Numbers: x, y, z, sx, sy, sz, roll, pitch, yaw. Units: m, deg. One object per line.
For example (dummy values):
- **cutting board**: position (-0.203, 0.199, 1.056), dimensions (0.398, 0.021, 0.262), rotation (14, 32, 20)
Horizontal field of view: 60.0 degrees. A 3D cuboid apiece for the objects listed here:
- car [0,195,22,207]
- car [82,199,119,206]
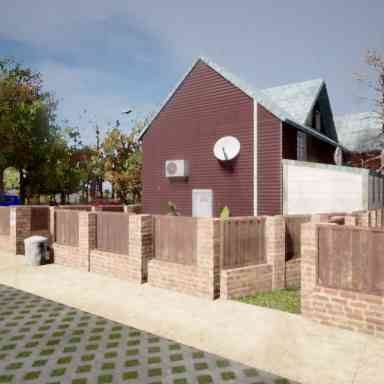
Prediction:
- **car**: position (-17.062, 1.279, 27.528), dimensions (2.150, 2.045, 5.566), rotation (0, 0, 36)
- **car**: position (-10.358, 1.573, 36.911), dimensions (1.882, 1.535, 5.008), rotation (0, 0, 36)
